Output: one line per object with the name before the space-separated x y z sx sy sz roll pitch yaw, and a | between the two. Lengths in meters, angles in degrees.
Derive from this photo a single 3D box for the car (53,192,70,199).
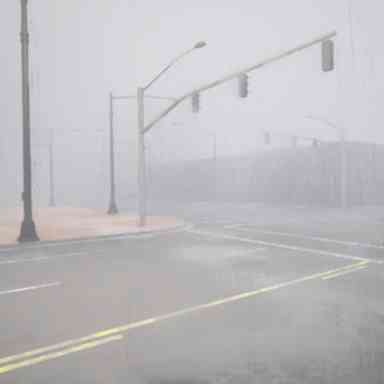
car | -33.773 0.865 85.474 4.553 1.767 2.097 -1 1 21
